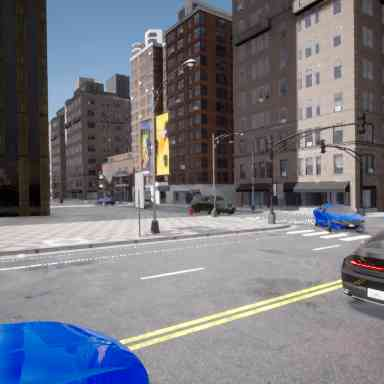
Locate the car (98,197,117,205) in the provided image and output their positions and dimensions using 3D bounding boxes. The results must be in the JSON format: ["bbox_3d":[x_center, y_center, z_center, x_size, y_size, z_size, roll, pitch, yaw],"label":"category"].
[{"bbox_3d":[-17.179,1.742,67.590,2.033,1.411,5.357,-1,0,-35],"label":"car"}]

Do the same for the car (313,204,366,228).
[{"bbox_3d":[8.643,1.481,19.832,1.882,1.535,5.008,1,0,7],"label":"car"}]

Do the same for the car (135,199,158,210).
[{"bbox_3d":[-6.519,1.687,46.907,1.812,1.442,4.674,-1,0,-35],"label":"car"}]

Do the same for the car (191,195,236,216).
[{"bbox_3d":[2.154,1.334,34.561,2.150,2.045,5.566,-1,0,-35],"label":"car"}]

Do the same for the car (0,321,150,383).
[{"bbox_3d":[-2.568,1.478,1.609,5.008,1.535,1.882,0,0,-35],"label":"car"}]

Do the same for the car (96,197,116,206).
[{"bbox_3d":[-15.672,1.822,60.065,1.895,1.301,4.718,-1,0,-35],"label":"car"}]

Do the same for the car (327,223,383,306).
[{"bbox_3d":[5.123,1.504,7.097,4.892,1.490,1.837,0,0,-36],"label":"car"}]
